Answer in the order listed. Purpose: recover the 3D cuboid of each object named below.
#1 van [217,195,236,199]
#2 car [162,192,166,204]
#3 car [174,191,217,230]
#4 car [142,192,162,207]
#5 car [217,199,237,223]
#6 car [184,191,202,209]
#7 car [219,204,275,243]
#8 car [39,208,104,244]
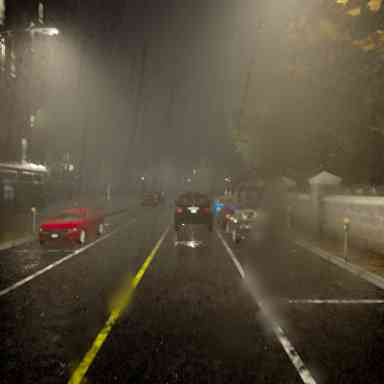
[{"bbox_3d":[2.565,1.154,26.212,1.690,1.788,3.998,0,0,0],"label":"van"},{"bbox_3d":[-5.387,0.920,53.934,2.192,1.841,5.009,0,0,0],"label":"car"},{"bbox_3d":[0.090,1.079,20.031,2.150,2.045,5.566,0,0,0],"label":"car"},{"bbox_3d":[-5.317,1.130,42.849,1.967,1.590,4.097,0,0,0],"label":"car"},{"bbox_3d":[2.565,1.398,20.668,1.887,1.381,4.507,0,0,0],"label":"car"},{"bbox_3d":[0.101,0.926,41.011,2.150,2.045,5.566,0,1,0],"label":"car"},{"bbox_3d":[2.565,1.443,15.122,2.008,1.369,4.403,0,0,0],"label":"car"},{"bbox_3d":[-5.315,1.437,15.125,1.887,1.381,4.507,0,0,0],"label":"car"}]
